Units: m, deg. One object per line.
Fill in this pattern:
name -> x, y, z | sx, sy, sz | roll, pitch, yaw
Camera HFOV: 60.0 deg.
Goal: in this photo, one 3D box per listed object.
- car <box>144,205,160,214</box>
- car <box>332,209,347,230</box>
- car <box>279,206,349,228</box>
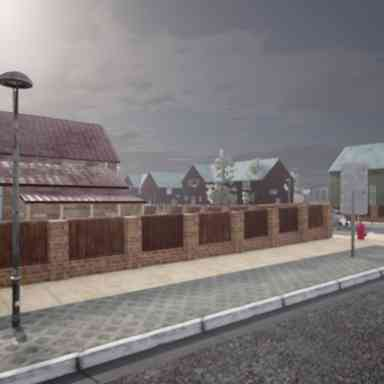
car -> -5.808, 2.425, 41.705 | 2.128, 1.511, 4.902 | 1, -2, -36
car -> 7.995, 1.770, 22.654 | 2.128, 1.511, 4.902 | 1, -2, -36
car -> 9.317, 1.887, 25.810 | 1.837, 1.490, 4.892 | 2, -3, -35
